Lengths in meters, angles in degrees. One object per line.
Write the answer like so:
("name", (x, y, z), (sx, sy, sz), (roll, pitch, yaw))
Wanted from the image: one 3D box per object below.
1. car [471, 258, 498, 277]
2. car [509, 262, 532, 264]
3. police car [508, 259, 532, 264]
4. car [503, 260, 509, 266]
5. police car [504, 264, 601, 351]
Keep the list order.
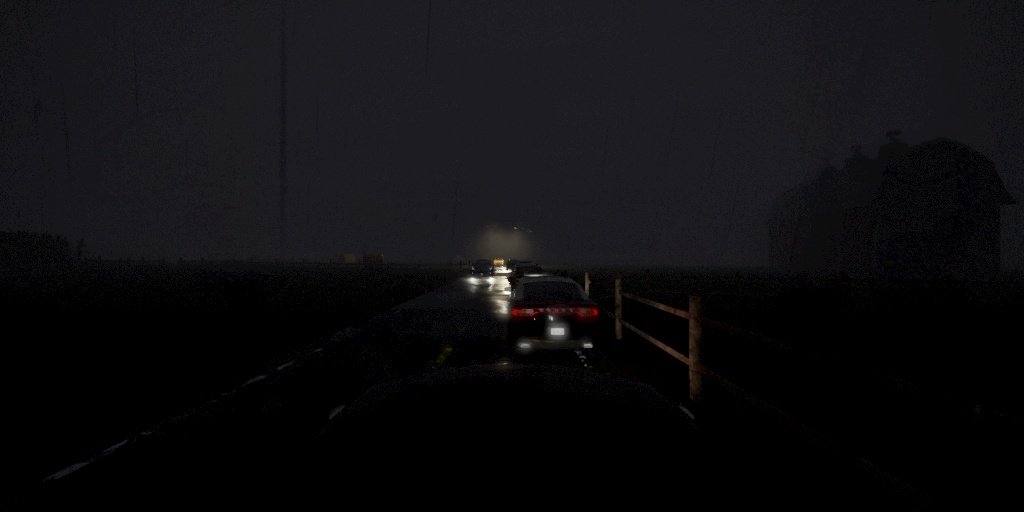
("car", (-2.773, 1.098, 34.816), (2.097, 1.767, 4.553), (0, 0, 0))
("car", (0.862, 1.253, 19.030), (1.837, 1.490, 4.892), (0, 0, 0))
("police car", (0.878, 1.173, 25.140), (1.930, 1.638, 5.238), (0, 0, 0))
("car", (0.171, 1.220, 49.512), (1.882, 1.535, 5.008), (0, 0, 0))
("police car", (0.838, 1.174, 9.140), (1.930, 1.638, 5.238), (0, 0, 0))
